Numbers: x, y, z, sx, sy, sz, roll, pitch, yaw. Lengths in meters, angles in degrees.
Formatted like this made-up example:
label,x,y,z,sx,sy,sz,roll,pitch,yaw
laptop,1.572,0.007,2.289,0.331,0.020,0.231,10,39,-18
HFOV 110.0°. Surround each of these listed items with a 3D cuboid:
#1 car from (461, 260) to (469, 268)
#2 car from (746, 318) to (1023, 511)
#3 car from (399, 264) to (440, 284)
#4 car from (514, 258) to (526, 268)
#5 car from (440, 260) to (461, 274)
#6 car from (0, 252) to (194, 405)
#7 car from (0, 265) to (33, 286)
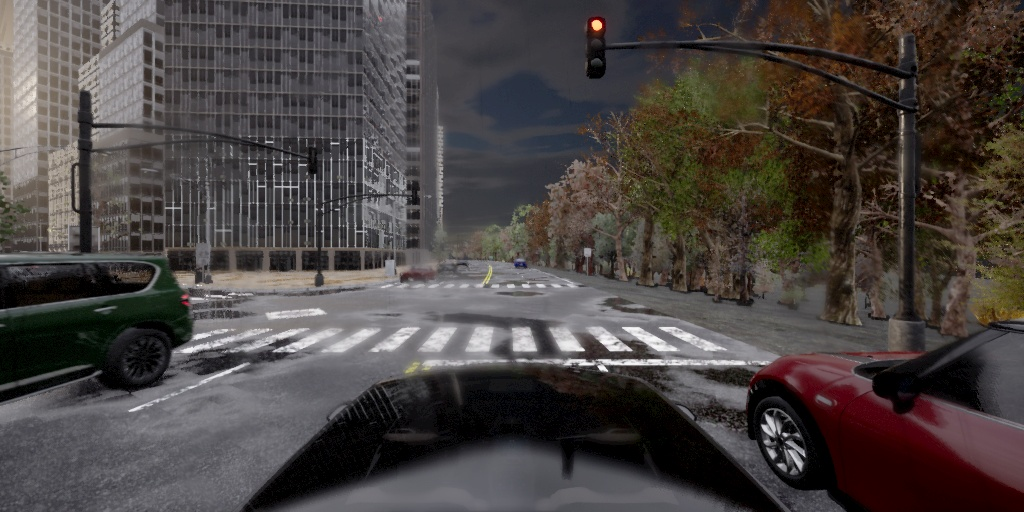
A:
label,x,y,z,sx,sy,sz,roll,pitch,yaw
car,-8.690,1.384,63.464,1.895,1.301,4.718,0,0,-3
car,3.320,1.070,1.725,2.097,1.767,4.553,-1,-1,2
car,-7.006,1.358,27.069,1.895,1.301,4.718,0,0,-2
car,1.355,1.111,61.342,1.882,1.535,5.008,0,3,-3
car,-7.575,1.328,42.231,1.994,1.385,4.181,0,0,-3
car,-6.618,0.969,3.906,2.150,2.045,5.566,0,0,0
car,-42.312,1.594,30.108,4.892,1.490,1.837,0,0,28
